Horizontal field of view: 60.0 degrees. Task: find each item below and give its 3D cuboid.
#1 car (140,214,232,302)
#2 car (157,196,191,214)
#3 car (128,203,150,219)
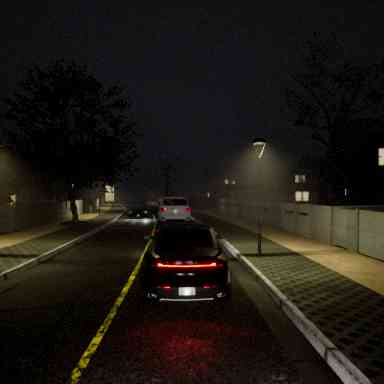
[{"bbox_3d":[-0.181,1.519,8.309,1.837,1.490,4.892,0,0,-2],"label":"car"},{"bbox_3d":[-1.312,1.335,24.231,2.150,2.045,5.566,0,-1,-5],"label":"car"},{"bbox_3d":[-5.115,1.744,32.174,2.033,1.411,5.357,0,-1,-7],"label":"car"}]
